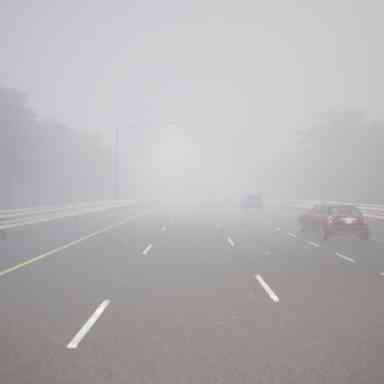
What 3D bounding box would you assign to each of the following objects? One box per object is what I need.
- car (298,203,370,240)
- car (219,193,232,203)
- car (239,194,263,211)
[{"bbox_3d":[7.012,1.354,16.974,2.097,1.767,4.553,0,0,0],"label":"car"},{"bbox_3d":[7.250,1.463,69.302,1.882,1.535,5.008,0,0,0],"label":"car"},{"bbox_3d":[7.080,1.224,39.991,2.150,2.045,5.566,0,0,0],"label":"car"}]
